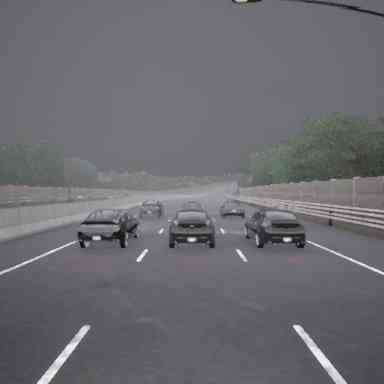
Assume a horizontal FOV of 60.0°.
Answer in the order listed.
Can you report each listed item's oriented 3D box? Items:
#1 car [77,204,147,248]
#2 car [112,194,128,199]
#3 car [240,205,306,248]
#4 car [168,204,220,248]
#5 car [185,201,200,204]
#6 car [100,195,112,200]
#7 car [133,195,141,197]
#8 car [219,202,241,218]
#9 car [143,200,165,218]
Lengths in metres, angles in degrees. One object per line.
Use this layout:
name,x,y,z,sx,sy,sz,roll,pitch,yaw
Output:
car,-3.499,1.483,14.656,2.128,1.511,4.902,0,0,0
car,-16.299,1.205,77.254,2.097,1.767,4.553,0,0,2
car,3.501,1.504,14.657,1.837,1.490,4.892,0,0,0
car,0.001,1.504,14.657,1.837,1.490,4.892,0,0,0
car,0.015,1.519,29.619,2.033,1.411,5.357,0,0,0
car,-19.798,1.439,77.361,1.895,1.301,4.718,0,0,2
car,-12.806,1.451,77.027,1.895,1.301,4.718,0,0,2
car,3.515,1.529,29.603,1.994,1.385,4.181,0,0,0
car,-3.485,1.451,29.636,2.128,1.511,4.902,0,0,0
